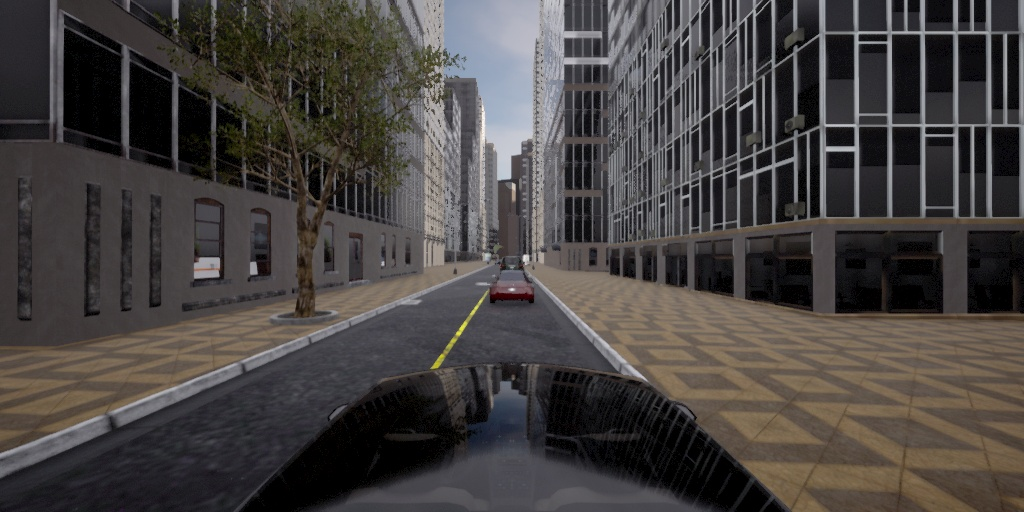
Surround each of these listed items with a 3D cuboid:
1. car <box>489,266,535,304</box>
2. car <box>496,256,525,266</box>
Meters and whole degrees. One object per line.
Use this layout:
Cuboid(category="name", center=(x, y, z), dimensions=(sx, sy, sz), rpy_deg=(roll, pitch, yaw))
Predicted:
Cuboid(category="car", center=(0.000, 1.332, 16.501), dimensions=(1.994, 1.385, 4.181), rpy_deg=(0, 0, 0))
Cuboid(category="car", center=(0.000, 1.043, 31.532), dimensions=(2.150, 2.045, 5.566), rpy_deg=(0, 0, 0))
